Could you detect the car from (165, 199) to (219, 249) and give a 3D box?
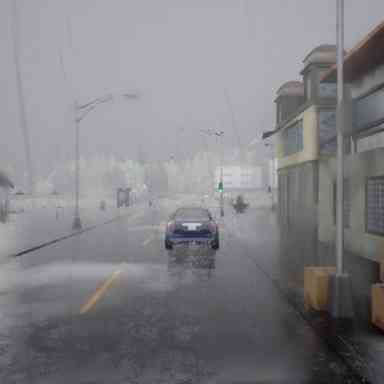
[{"bbox_3d":[0.000,1.365,14.620,2.097,1.767,4.553,0,0,0],"label":"car"}]

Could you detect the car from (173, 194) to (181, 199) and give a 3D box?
[{"bbox_3d":[-4.000,1.423,88.123,1.837,1.490,4.892,0,0,0],"label":"car"}]

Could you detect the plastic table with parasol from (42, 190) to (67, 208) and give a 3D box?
[{"bbox_3d":[-19.169,0.923,46.393,2.482,2.480,2.482,0,0,0],"label":"plastic table with parasol"}]
